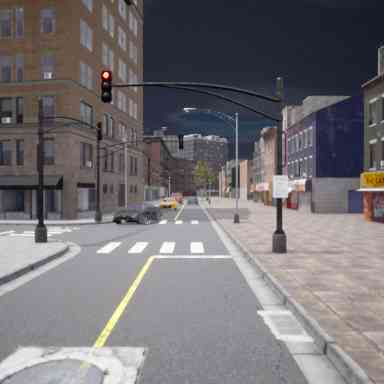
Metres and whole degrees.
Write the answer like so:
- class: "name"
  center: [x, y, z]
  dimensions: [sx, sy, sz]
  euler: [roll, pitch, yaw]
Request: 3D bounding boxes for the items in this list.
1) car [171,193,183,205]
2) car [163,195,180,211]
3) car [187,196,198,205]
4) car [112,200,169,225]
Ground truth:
- class: "car"
  center: [-2.804, 1.231, 58.604]
  dimensions: [2.150, 2.045, 5.566]
  euler: [0, 0, 0]
- class: "car"
  center: [-2.836, 1.479, 41.270]
  dimensions: [1.882, 1.535, 5.008]
  euler: [0, 0, 0]
- class: "car"
  center: [0.119, 1.500, 59.117]
  dimensions: [2.128, 1.511, 4.902]
  euler: [0, 0, 0]
- class: "car"
  center: [-3.758, 1.547, 24.370]
  dimensions: [2.033, 1.411, 5.357]
  euler: [0, 0, 16]
